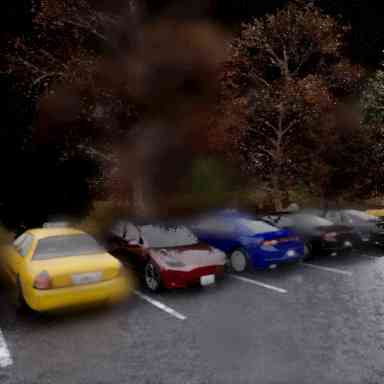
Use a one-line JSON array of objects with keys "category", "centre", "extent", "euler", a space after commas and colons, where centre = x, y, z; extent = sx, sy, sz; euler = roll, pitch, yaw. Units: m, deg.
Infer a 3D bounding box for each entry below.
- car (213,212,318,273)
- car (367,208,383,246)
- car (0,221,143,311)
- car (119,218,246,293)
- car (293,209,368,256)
[{"category": "car", "centre": [1.221, 1.493, 10.925], "extent": [2.097, 1.535, 5.008], "euler": [0, 0, -36]}, {"category": "car", "centre": [5.868, 1.457, 14.240], "extent": [2.231, 1.521, 4.892], "euler": [0, 0, -36]}, {"category": "car", "centre": [-3.324, 1.487, 7.917], "extent": [1.946, 1.575, 5.366], "euler": [1, 0, -35]}, {"category": "car", "centre": [-1.037, 1.527, 9.285], "extent": [2.163, 1.488, 4.792], "euler": [0, 0, -36]}, {"category": "car", "centre": [3.492, 1.480, 12.546], "extent": [2.097, 1.535, 5.008], "euler": [0, 0, -35]}]
